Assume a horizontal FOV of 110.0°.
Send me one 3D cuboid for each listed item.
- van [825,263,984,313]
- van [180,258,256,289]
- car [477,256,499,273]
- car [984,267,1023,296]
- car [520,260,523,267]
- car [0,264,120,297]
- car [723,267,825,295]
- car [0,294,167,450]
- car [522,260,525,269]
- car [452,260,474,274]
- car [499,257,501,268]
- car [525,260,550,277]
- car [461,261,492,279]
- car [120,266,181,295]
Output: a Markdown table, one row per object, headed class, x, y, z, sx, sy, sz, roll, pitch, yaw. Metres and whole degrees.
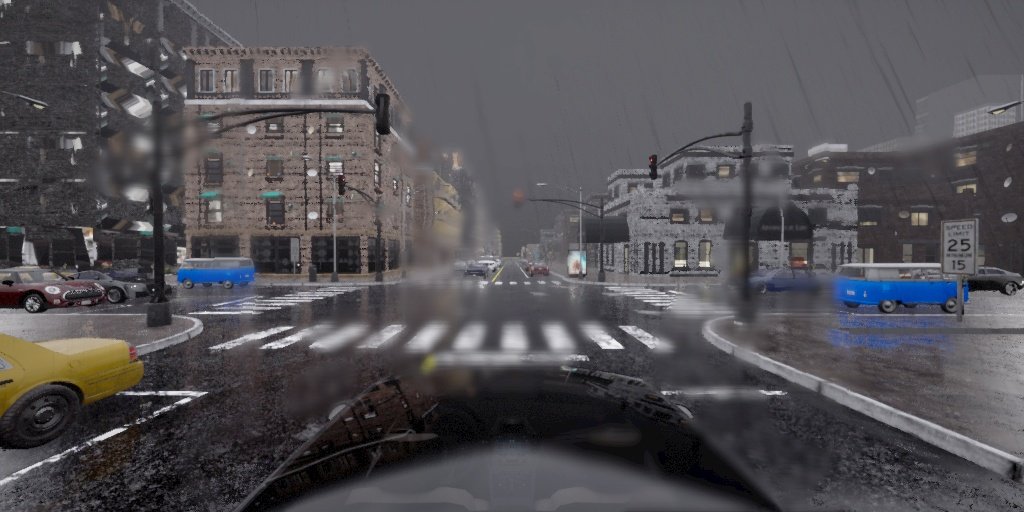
| class | x | y | z | sx | sy | sz | roll | pitch | yaw |
| --- | --- | --- | --- | --- | --- | --- | --- | --- | --- |
| van | 14.639 | 1.156 | 13.538 | 3.998 | 1.789 | 1.690 | 0 | 0 | -1 |
| van | -17.793 | 1.030 | 21.632 | 3.998 | 1.789 | 1.690 | 0 | 0 | -1 |
| car | -3.161 | 0.986 | 45.155 | 2.150 | 2.045 | 5.566 | 0 | 0 | 0 |
| car | 24.410 | 1.290 | 19.408 | 4.902 | 1.511 | 2.128 | 0 | 0 | 0 |
| car | 2.618 | 1.320 | 52.312 | 2.007 | 1.370 | 4.403 | 0 | 0 | 0 |
| car | -17.738 | 1.190 | 13.251 | 4.097 | 1.591 | 1.967 | 0 | 0 | -1 |
| car | 14.485 | 1.320 | 19.324 | 5.357 | 1.411 | 2.033 | 0 | 0 | -1 |
| car | -5.692 | 1.275 | 2.573 | 1.751 | 1.417 | 4.829 | 0 | 0 | 0 |
| car | 2.626 | 1.347 | 46.615 | 1.802 | 1.307 | 4.207 | 0 | 0 | 0 |
| car | -5.746 | 1.310 | 40.894 | 2.007 | 1.370 | 4.403 | 0 | 0 | 0 |
| car | -3.127 | 1.006 | 64.421 | 2.150 | 2.045 | 5.566 | 0 | 0 | 0 |
| car | 2.643 | 1.195 | 35.222 | 1.967 | 1.591 | 4.097 | 0 | 0 | 0 |
| car | -3.145 | 1.355 | 32.813 | 1.895 | 1.301 | 4.718 | 0 | 0 | 0 |
| car | -17.753 | 1.295 | 15.835 | 4.181 | 1.385 | 1.994 | 0 | 0 | -1 |
